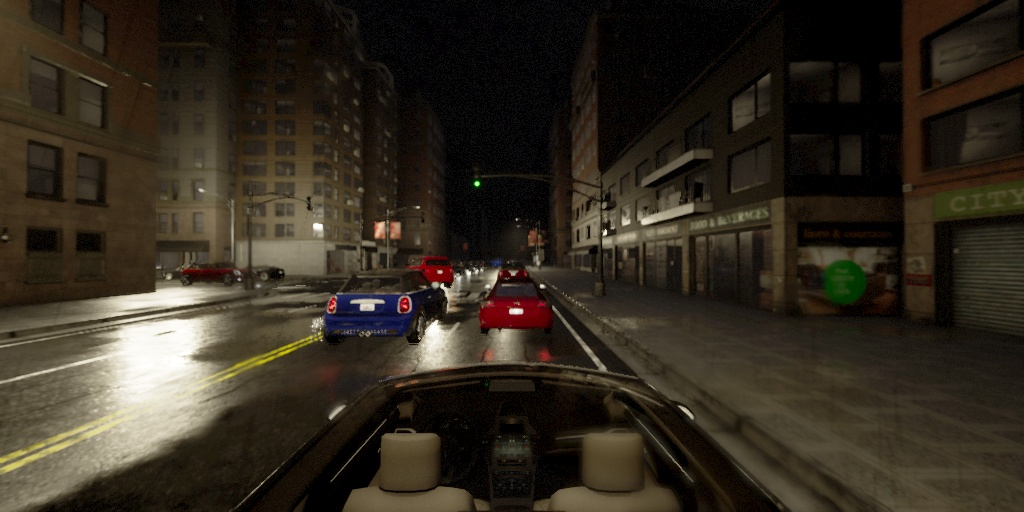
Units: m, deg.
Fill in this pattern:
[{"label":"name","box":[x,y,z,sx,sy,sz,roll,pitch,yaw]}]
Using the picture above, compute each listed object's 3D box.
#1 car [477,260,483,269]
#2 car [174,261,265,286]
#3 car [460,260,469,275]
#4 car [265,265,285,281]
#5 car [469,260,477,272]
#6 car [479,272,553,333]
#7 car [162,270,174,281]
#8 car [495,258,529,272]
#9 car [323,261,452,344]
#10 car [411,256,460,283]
[{"label":"car","box":[-6.493,1.494,61.090,1.837,1.490,4.892,0,0,1]},{"label":"car","box":[-20.783,1.185,25.624,4.553,1.767,2.097,0,-1,2]},{"label":"car","box":[-6.580,1.412,41.995,1.837,1.490,4.892,0,0,0]},{"label":"car","box":[-22.136,1.448,31.178,4.313,1.339,1.948,0,0,0]},{"label":"car","box":[-6.565,1.451,51.107,1.837,1.490,4.892,0,0,0]},{"label":"car","box":[0.104,1.348,10.904,1.994,1.385,4.181,0,0,0]},{"label":"car","box":[-27.798,1.433,31.206,4.403,1.370,2.007,0,0,0]},{"label":"car","box":[0.100,1.190,25.398,2.097,1.767,4.553,0,0,0]},{"label":"car","box":[-3.143,1.132,9.852,2.097,1.767,4.553,0,0,-1]},{"label":"car","box":[-5.731,1.057,23.838,2.150,2.045,5.566,2,-1,-31]}]
